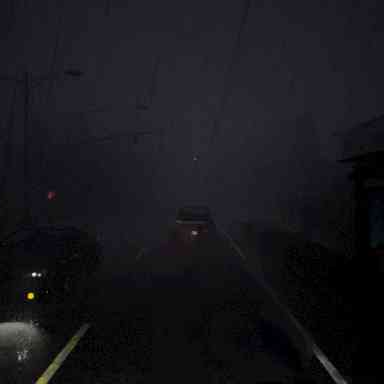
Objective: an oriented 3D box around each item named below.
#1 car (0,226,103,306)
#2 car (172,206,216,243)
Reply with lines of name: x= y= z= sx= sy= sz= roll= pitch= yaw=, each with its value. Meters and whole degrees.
car: x=-3.553 y=1.522 z=7.896 sx=1.994 sy=1.385 sz=4.181 roll=0 pitch=0 yaw=1
car: x=0.082 y=1.409 z=15.550 sx=2.128 sy=1.511 sz=4.902 roll=0 pitch=0 yaw=0
